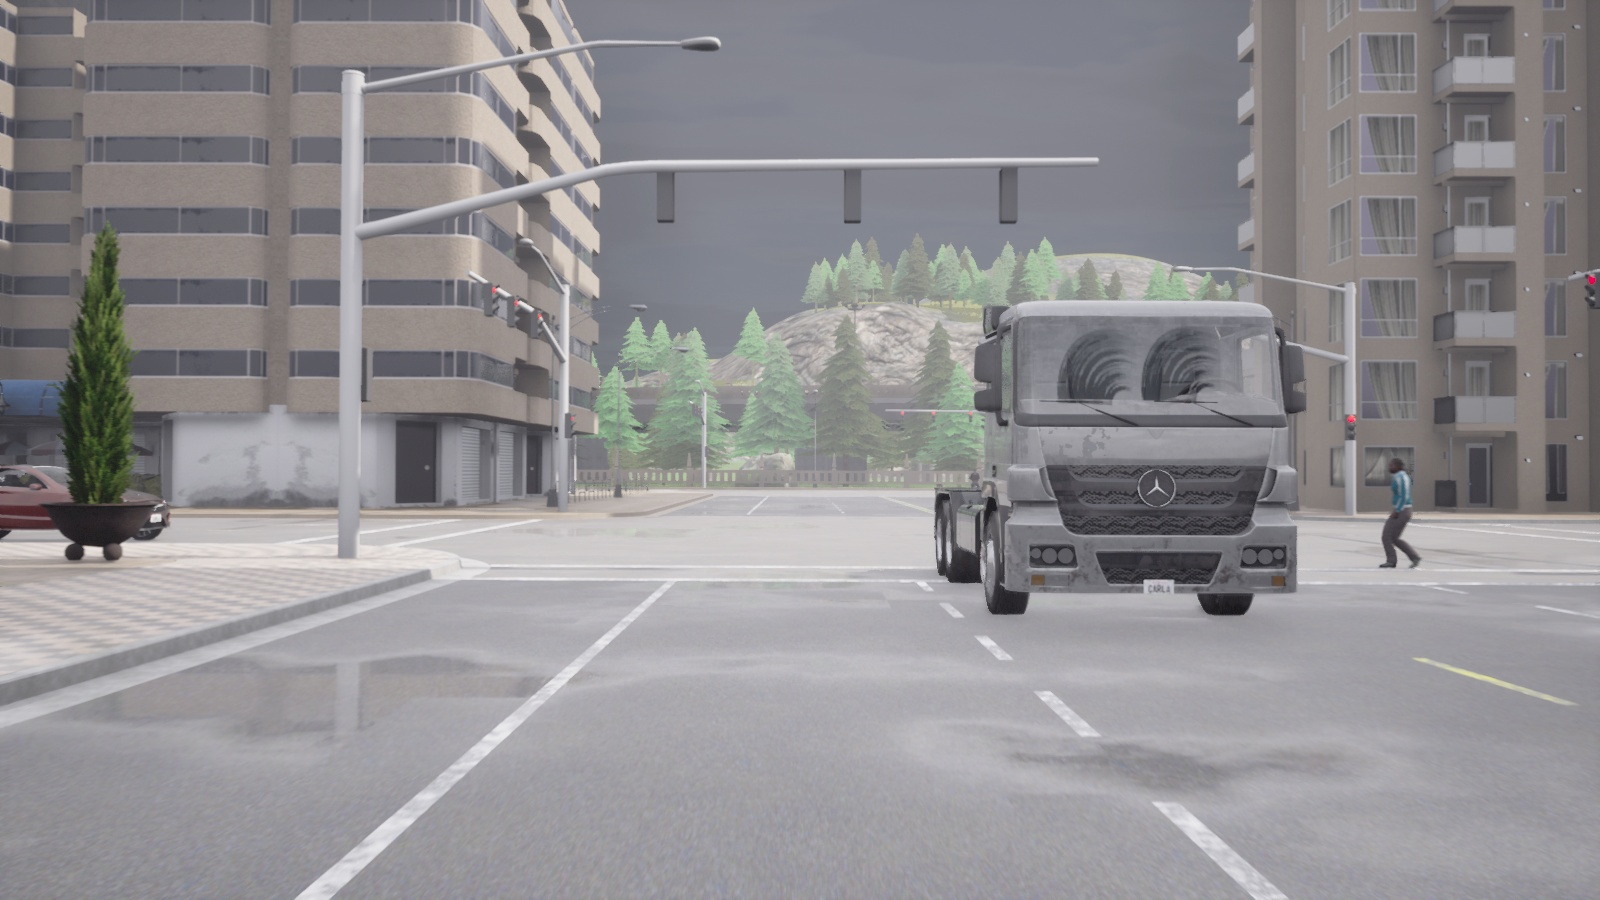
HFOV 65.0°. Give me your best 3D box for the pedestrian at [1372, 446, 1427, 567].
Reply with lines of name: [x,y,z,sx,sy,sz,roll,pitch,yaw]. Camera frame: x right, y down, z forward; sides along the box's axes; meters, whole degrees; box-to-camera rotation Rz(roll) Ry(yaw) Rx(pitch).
pedestrian: [9.685,0.905,20.294,0.692,1.930,0.396,0,-1,9]

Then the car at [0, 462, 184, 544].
car: [-16.076,1.103,26.580,5.027,1.651,2.152,0,-1,0]

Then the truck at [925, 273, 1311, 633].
truck: [3.459,0.088,16.090,2.891,3.462,7.936,0,-1,0]
